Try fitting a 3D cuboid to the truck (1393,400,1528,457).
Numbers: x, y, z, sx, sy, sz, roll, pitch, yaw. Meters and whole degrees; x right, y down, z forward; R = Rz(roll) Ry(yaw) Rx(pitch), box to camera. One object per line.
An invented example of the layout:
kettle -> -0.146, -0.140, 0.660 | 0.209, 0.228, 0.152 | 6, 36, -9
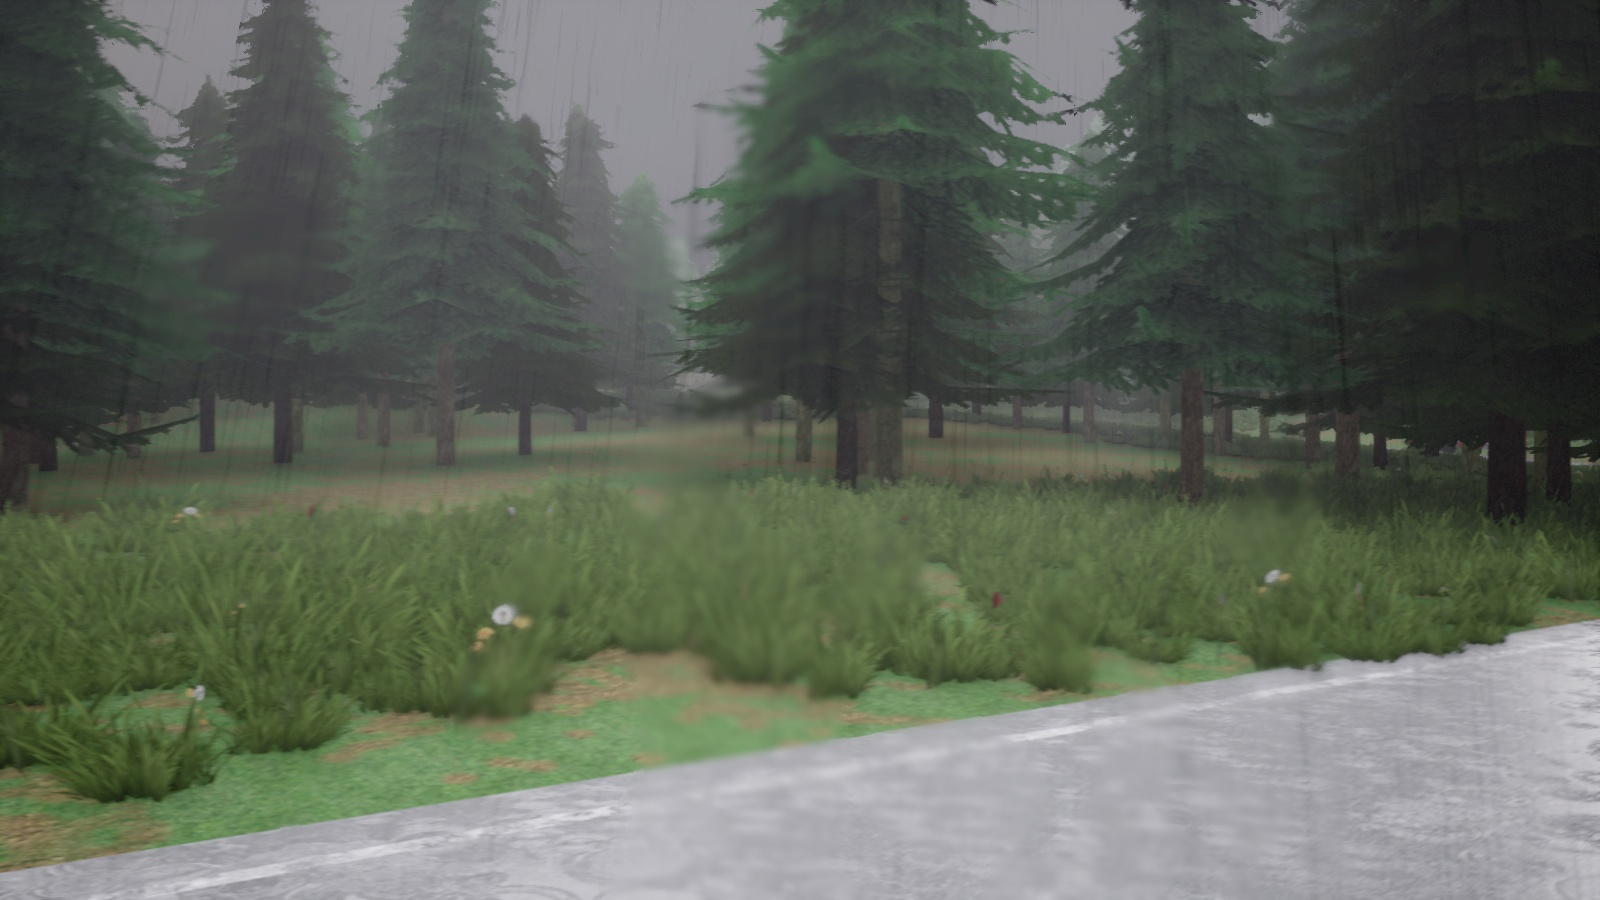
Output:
truck -> 32.842, -1.117, 62.619 | 2.627, 2.467, 5.204 | 1, 4, -27
